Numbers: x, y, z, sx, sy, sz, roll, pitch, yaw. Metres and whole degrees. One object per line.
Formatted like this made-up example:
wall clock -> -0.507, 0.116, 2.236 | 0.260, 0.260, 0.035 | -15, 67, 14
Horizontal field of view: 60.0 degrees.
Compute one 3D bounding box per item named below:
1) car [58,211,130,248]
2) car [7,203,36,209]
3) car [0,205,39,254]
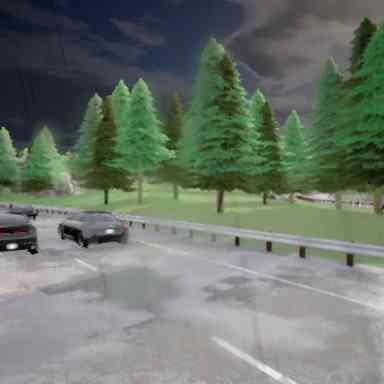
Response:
car -> -4.425, 1.505, 14.663 | 1.994, 1.385, 4.181 | 0, 0, -37
car -> -13.578, 1.479, 25.918 | 1.895, 1.301, 4.718 | 0, 0, -41
car -> -7.132, 1.446, 12.452 | 1.837, 1.490, 4.892 | 0, 1, -37
